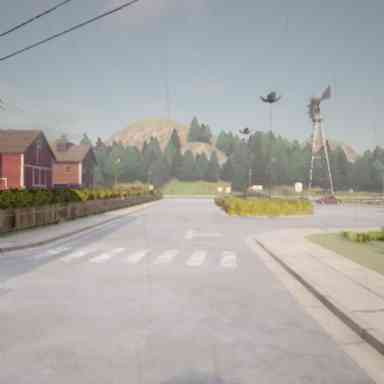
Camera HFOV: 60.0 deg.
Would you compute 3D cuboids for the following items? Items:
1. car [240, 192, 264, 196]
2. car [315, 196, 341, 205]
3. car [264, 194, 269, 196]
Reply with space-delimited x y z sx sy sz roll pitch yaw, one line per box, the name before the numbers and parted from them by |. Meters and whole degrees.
car | 10.756 0.928 66.040 5.566 2.045 2.150 0 0 1
car | 23.054 1.370 56.370 3.905 1.438 1.784 0 0 1
car | 17.851 1.105 85.301 5.008 1.535 1.882 0 0 1
